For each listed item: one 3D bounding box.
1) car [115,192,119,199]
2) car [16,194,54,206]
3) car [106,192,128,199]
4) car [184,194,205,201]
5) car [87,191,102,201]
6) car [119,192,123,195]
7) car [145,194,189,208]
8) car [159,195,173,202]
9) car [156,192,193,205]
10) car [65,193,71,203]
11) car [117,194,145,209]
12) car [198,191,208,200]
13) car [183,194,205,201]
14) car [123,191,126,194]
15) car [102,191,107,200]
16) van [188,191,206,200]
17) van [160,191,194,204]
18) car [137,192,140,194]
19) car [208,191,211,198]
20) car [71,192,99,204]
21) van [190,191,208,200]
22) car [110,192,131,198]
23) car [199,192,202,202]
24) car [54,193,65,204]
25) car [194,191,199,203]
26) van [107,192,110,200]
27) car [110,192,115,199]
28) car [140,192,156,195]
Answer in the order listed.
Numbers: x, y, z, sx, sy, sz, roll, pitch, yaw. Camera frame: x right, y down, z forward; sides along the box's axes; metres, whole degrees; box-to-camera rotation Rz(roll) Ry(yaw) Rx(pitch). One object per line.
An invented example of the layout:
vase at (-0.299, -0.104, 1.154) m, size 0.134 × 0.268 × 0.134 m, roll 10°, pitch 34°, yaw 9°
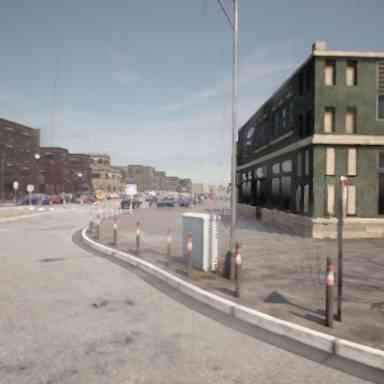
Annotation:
car at (-19.819, 0.801, 75.550) m, size 4.553 × 1.767 × 2.185 m, roll 1°, pitch 1°, yaw 7°
car at (-23.023, 1.015, 48.156) m, size 4.553 × 1.767 × 2.185 m, roll 1°, pitch 0°, yaw 7°
car at (-18.804, 0.866, 83.759) m, size 4.892 × 1.521 × 2.231 m, roll 1°, pitch 0°, yaw 7°
car at (0.693, 1.195, 76.944) m, size 4.674 × 1.452 × 2.002 m, roll 1°, pitch 1°, yaw 7°
car at (-21.121, 0.770, 64.596) m, size 5.566 × 2.045 × 2.435 m, roll 1°, pitch 1°, yaw 7°
car at (-19.492, 0.779, 78.287) m, size 4.553 × 1.767 × 2.185 m, roll 1°, pitch 1°, yaw 7°
car at (-3.295, 1.445, 43.951) m, size 4.792 × 1.488 × 2.163 m, roll 1°, pitch 0°, yaw 7°
car at (-5.208, 1.306, 67.286) m, size 1.895 × 1.301 × 4.718 m, roll 1°, pitch 1°, yaw 7°
car at (-2.585, 1.270, 49.340) m, size 4.553 × 1.767 × 2.185 m, roll 1°, pitch 0°, yaw 7°
car at (-22.401, 1.149, 53.640) m, size 4.674 × 1.452 × 2.002 m, roll 1°, pitch 0°, yaw 7°
car at (-7.853, 1.384, 43.738) m, size 1.837 × 1.490 × 4.892 m, roll 1°, pitch 0°, yaw 6°
car at (0.023, 0.951, 71.551) m, size 5.566 × 2.045 × 2.435 m, roll 1°, pitch 1°, yaw 7°
car at (0.369, 1.218, 74.249) m, size 4.674 × 1.452 × 2.002 m, roll 1°, pitch 1°, yaw 7°
car at (-19.104, 0.759, 81.018) m, size 4.553 × 1.767 × 2.185 m, roll 1°, pitch 1°, yaw 7°
car at (-20.585, 0.997, 67.312) m, size 5.366 × 1.575 × 1.946 m, roll 1°, pitch 1°, yaw 7°
van at (1.246, 0.884, 82.475) m, size 4.442 × 1.987 × 1.878 m, roll 1°, pitch 0°, yaw 7°
van at (-2.384, 1.152, 52.244) m, size 4.442 × 1.987 × 1.878 m, roll 1°, pitch 1°, yaw 7°
car at (-17.824, 0.812, 91.971) m, size 4.892 × 1.521 × 2.231 m, roll 1°, pitch 0°, yaw 7°
car at (1.059, 0.883, 79.697) m, size 5.566 × 2.045 × 2.435 m, roll 1°, pitch 1°, yaw 7°
car at (-17.632, 1.203, 54.940) m, size 1.812 × 1.442 × 4.674 m, roll 1°, pitch 0°, yaw 7°
van at (1.809, 0.868, 85.204) m, size 4.442 × 1.987 × 1.878 m, roll 1°, pitch 0°, yaw 7°
car at (-18.477, 0.846, 86.497) m, size 4.892 × 1.521 × 2.231 m, roll 1°, pitch 0°, yaw 7°
car at (-1.282, 1.305, 60.513) m, size 5.008 × 1.535 × 2.097 m, roll 1°, pitch 1°, yaw 7°
car at (-22.734, 1.126, 50.904) m, size 5.008 × 1.535 × 2.097 m, roll 1°, pitch 0°, yaw 7°
car at (-1.591, 1.208, 57.624) m, size 4.553 × 1.767 × 2.185 m, roll 1°, pitch 1°, yaw 7°
van at (-20.324, 0.749, 70.055) m, size 4.442 × 1.987 × 1.878 m, roll 1°, pitch 1°, yaw 7°
car at (-20.121, 0.950, 72.810) m, size 5.008 × 1.535 × 2.097 m, roll 1°, pitch 1°, yaw 7°
car at (-8.291, 1.222, 66.767) m, size 2.033 × 1.411 × 5.357 m, roll 1°, pitch 1°, yaw 7°
